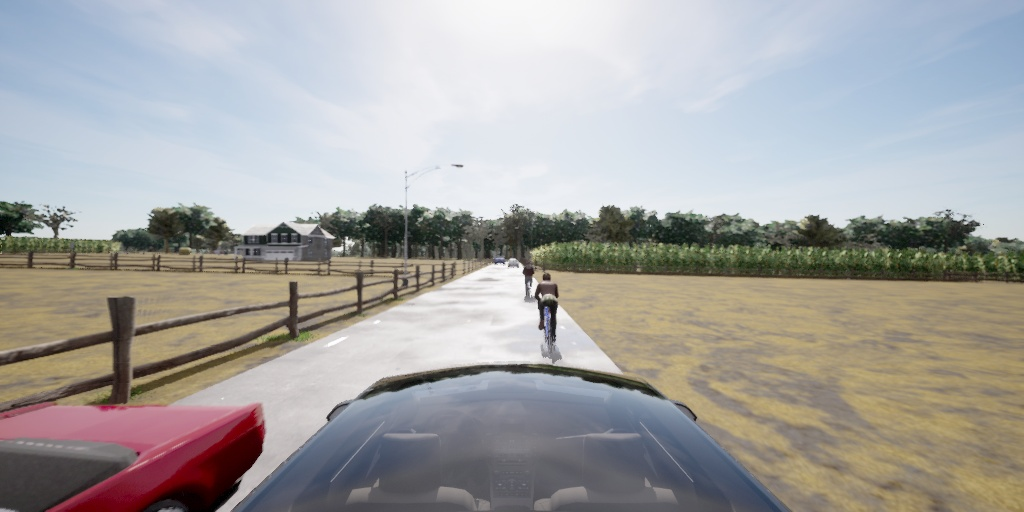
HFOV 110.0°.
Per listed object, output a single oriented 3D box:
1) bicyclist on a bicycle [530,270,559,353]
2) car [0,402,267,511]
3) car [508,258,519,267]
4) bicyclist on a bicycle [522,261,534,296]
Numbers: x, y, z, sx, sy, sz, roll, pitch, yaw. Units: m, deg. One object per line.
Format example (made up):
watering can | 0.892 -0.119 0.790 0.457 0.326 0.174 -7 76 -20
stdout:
bicyclist on a bicycle | 0.777 1.202 7.876 0.582 1.620 1.656 0 0 0
car | -2.850 1.354 0.540 1.895 1.301 4.718 0 0 0
car | 0.262 1.294 62.001 1.895 1.301 4.718 0 0 0
bicyclist on a bicycle | 0.803 1.119 17.512 0.659 1.776 1.843 0 0 0
